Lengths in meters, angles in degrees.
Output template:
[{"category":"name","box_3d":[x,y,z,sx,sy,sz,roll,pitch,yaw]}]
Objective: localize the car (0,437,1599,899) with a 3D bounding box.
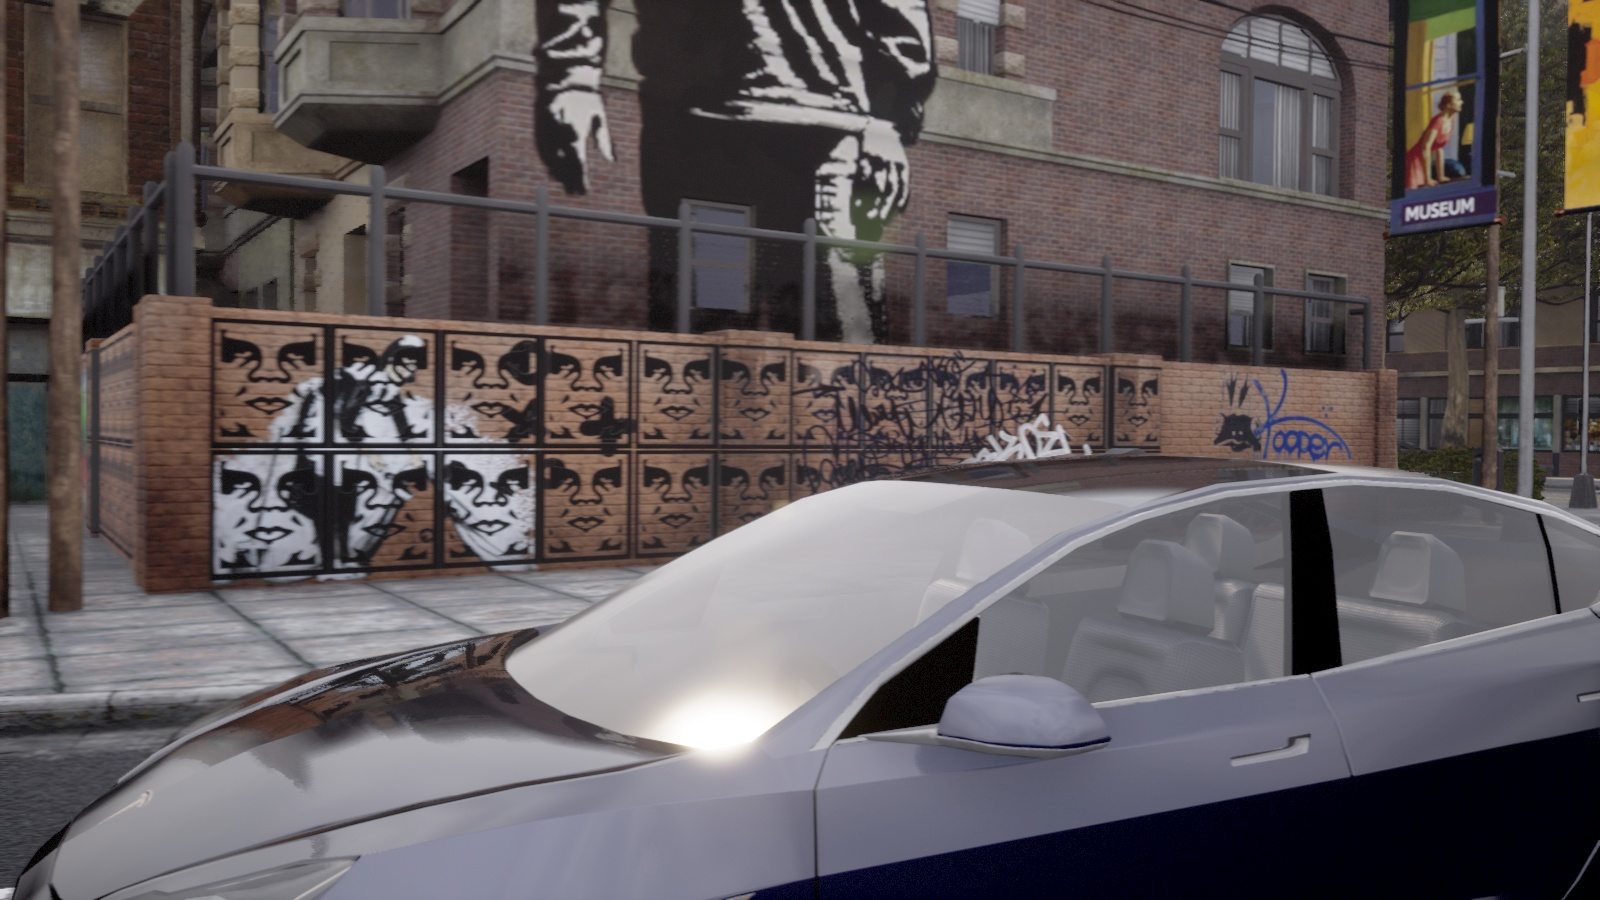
[{"category":"car","box_3d":[0.650,0.738,3.480,4.792,1.488,2.163,-1,1,-24]}]
